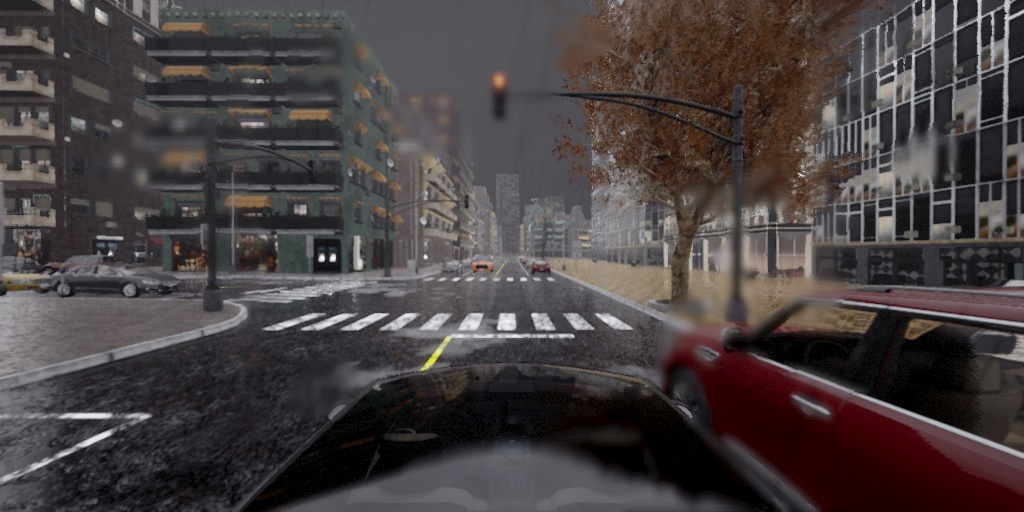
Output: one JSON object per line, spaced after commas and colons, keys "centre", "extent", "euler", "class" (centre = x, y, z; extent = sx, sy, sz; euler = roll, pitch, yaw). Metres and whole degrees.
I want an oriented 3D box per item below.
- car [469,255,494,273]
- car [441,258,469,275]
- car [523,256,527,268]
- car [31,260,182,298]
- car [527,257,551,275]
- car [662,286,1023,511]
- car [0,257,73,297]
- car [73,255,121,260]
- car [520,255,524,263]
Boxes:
{"centre": [-2.996, 0.789, 37.897], "extent": [2.097, 1.767, 4.553], "euler": [0, 0, 0], "class": "car"}
{"centre": [-5.685, 1.045, 34.386], "extent": [2.007, 1.370, 4.403], "euler": [0, 0, 0], "class": "car"}
{"centre": [2.696, 0.939, 45.619], "extent": [1.751, 1.417, 4.829], "euler": [0, 0, 0], "class": "car"}
{"centre": [-16.433, 0.984, 14.970], "extent": [4.403, 1.370, 2.007], "euler": [0, 0, -1], "class": "car"}
{"centre": [2.695, 1.039, 34.384], "extent": [1.888, 1.381, 4.507], "euler": [0, 0, 0], "class": "car"}
{"centre": [2.692, 1.062, 1.998], "extent": [2.192, 1.841, 5.009], "euler": [0, 0, 0], "class": "car"}
{"centre": [-21.830, 0.882, 14.915], "extent": [4.829, 1.417, 1.751], "euler": [0, 0, -1], "class": "car"}
{"centre": [-27.618, 0.660, 23.238], "extent": [4.097, 1.591, 1.967], "euler": [0, 0, -1], "class": "car"}
{"centre": [2.699, 0.880, 62.046], "extent": [1.802, 1.307, 4.207], "euler": [0, 0, 0], "class": "car"}
